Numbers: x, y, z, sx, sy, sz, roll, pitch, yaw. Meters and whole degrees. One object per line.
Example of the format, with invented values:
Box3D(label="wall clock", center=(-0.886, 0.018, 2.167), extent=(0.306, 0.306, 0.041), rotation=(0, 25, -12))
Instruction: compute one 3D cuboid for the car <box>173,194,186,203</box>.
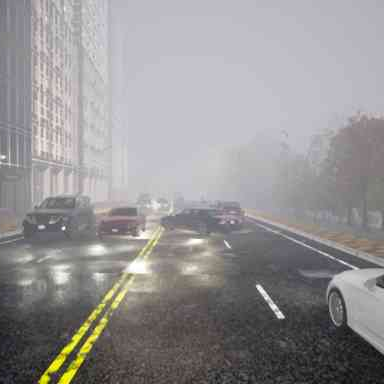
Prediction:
Box3D(label="car", center=(-2.283, 1.505, 65.249), extent=(1.994, 1.385, 4.181), rotation=(0, 0, -4))

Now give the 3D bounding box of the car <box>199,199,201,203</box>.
Box3D(label="car", center=(1.969, 1.457, 48.066), extent=(2.128, 1.511, 4.902), rotation=(0, 0, -3))

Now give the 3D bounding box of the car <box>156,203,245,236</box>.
Box3D(label="car", center=(0.372, 1.539, 18.356), extent=(2.033, 1.411, 5.357), rotation=(0, 0, -40))

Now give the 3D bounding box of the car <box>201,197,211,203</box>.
Box3D(label="car", center=(2.480, 1.524, 37.022), extent=(2.033, 1.411, 5.357), rotation=(0, 0, -2))

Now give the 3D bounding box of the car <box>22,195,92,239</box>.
Box3D(label="car", center=(-6.801, 1.214, 17.674), extent=(2.150, 2.045, 5.566), rotation=(0, 0, -1))

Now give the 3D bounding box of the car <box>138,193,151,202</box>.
Box3D(label="car", center=(-8.619, 1.173, 60.633), extent=(2.150, 2.045, 5.566), rotation=(0, 0, -3))

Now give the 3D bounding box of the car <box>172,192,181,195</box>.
Box3D(label="car", center=(-3.518, 1.086, 80.442), extent=(2.150, 2.045, 5.566), rotation=(0, 0, -5))

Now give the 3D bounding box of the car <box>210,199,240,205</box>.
Box3D(label="car", center=(2.861, 1.489, 26.001), extent=(2.163, 1.488, 4.792), rotation=(0, 0, -2))

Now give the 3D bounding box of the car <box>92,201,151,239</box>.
Box3D(label="car", center=(-3.553, 1.470, 17.627), extent=(1.882, 1.535, 5.008), rotation=(0, 0, -1))

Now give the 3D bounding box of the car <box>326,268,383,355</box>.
Box3D(label="car", center=(3.240, 1.524, 3.862), extent=(1.812, 1.442, 4.674), rotation=(0, 0, 0))

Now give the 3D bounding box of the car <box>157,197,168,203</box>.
Box3D(label="car", center=(-5.350, 1.515, 60.334), extent=(1.994, 1.385, 4.181), rotation=(0, 0, -3))
